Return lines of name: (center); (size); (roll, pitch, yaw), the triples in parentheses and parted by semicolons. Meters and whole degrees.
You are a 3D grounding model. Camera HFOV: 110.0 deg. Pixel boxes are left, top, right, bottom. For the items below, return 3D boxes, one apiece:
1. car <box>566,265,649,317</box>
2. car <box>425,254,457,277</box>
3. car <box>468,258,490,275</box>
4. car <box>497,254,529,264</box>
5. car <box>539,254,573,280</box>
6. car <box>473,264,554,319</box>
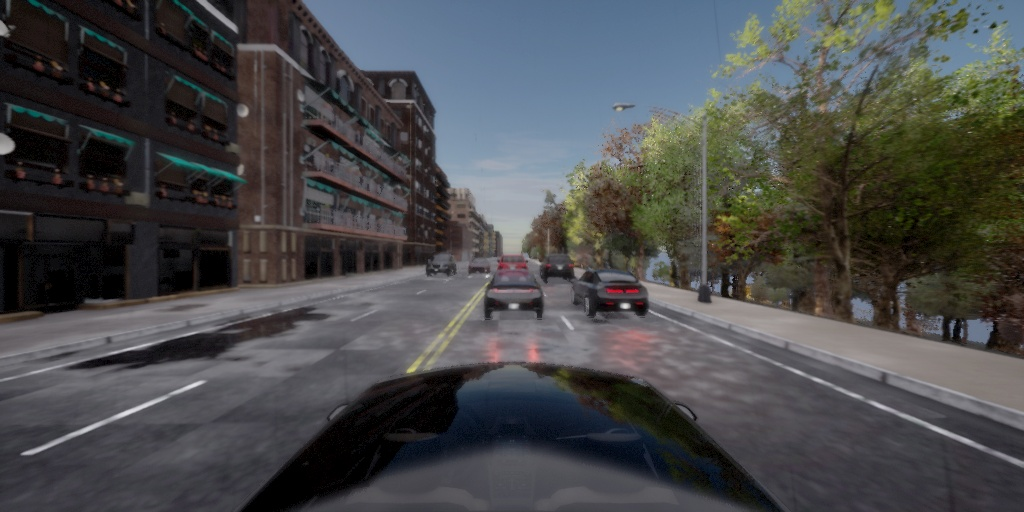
car: (3.319, 1.214, 12.867); (1.837, 1.490, 4.892); (0, 0, 0)
car: (-6.597, 0.857, 34.010); (2.150, 2.045, 5.566); (0, 0, 0)
car: (-3.344, 0.977, 37.273); (2.097, 1.767, 4.553); (0, 0, 0)
car: (0.067, 0.884, 27.066); (2.150, 2.045, 5.566); (0, 1, 0)
car: (3.317, 0.884, 27.144); (2.150, 2.045, 5.566); (0, 1, 0)
car: (0.066, 1.202, 12.515); (2.128, 1.511, 4.902); (0, 0, 0)
